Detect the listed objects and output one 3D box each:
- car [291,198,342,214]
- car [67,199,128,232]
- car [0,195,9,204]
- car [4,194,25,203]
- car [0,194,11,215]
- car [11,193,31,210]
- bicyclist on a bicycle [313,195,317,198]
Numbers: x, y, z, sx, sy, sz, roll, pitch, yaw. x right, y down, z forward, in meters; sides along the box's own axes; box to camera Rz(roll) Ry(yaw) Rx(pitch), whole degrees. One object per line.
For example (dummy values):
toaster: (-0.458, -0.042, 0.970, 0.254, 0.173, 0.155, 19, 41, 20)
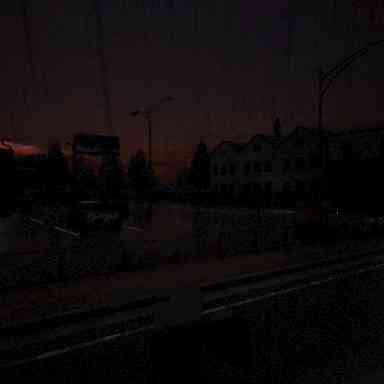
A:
car: (12.043, 1.301, 32.464, 1.882, 1.535, 5.008, 0, 0, -35)
car: (-5.315, 1.248, 17.892, 1.970, 1.475, 3.806, 0, 0, -36)
car: (-39.205, 1.495, 66.104, 4.611, 1.667, 2.242, 0, 0, -36)
car: (-38.979, 1.328, 73.232, 3.866, 1.878, 1.905, 0, 0, -36)
car: (-17.921, 1.113, 29.845, 1.932, 1.855, 4.605, 0, 0, -36)
car: (-19.835, 1.092, 38.155, 1.905, 1.878, 3.866, 0, 0, -36)
bicyclist on a bicycle: (13.660, 1.124, 36.837, 1.656, 1.620, 0.582, 0, 0, -35)
